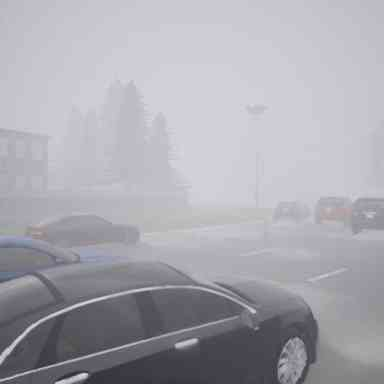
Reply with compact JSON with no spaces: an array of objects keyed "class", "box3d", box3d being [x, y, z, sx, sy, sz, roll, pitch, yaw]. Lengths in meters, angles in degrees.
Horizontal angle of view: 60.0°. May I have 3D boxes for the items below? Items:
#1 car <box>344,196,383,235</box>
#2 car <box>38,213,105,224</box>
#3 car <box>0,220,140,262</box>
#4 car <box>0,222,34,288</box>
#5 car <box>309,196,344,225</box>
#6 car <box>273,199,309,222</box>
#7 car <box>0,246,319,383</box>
[{"class":"car","box3d":[10.548,1.290,18.536,2.150,2.045,5.566,0,0,40]},{"class":"car","box3d":[-4.414,1.602,13.839,4.674,1.442,1.812,0,0,-38]},{"class":"car","box3d":[-3.321,1.514,5.898,5.008,1.535,1.882,0,0,-36]},{"class":"car","box3d":[-6.754,1.600,7.667,5.357,1.411,2.033,0,0,-35]},{"class":"car","box3d":[10.641,1.317,24.527,2.150,2.045,5.566,0,0,33]},{"class":"car","box3d":[8.322,1.466,27.613,2.097,1.767,4.553,-1,0,31]},{"class":"car","box3d":[-0.602,1.527,3.559,4.892,1.490,1.837,-1,0,-37]}]
